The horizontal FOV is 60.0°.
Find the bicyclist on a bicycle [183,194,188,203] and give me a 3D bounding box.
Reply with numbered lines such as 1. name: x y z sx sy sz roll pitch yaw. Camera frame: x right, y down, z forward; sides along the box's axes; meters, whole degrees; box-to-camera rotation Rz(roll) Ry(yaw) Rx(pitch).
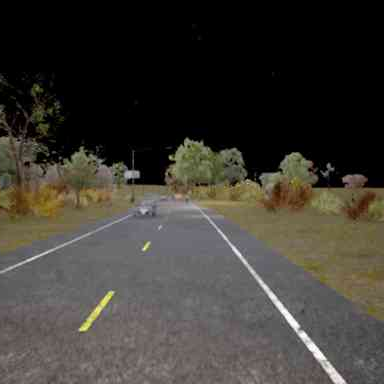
1. bicyclist on a bicycle: -1.246 1.268 65.088 0.866 1.612 1.509 0 0 -4

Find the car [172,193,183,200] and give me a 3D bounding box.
1. car: -3.420 1.114 81.195 2.097 1.767 4.553 0 0 -5

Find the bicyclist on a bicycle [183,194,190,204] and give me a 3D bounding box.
1. bicyclist on a bicycle: -0.702 1.295 56.027 0.866 1.612 1.509 0 0 -3

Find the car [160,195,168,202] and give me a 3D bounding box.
1. car: -6.110 1.318 70.640 1.837 1.490 4.892 0 0 -4

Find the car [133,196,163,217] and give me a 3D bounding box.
1. car: -4.103 1.427 30.032 2.128 1.511 4.902 0 0 -2
